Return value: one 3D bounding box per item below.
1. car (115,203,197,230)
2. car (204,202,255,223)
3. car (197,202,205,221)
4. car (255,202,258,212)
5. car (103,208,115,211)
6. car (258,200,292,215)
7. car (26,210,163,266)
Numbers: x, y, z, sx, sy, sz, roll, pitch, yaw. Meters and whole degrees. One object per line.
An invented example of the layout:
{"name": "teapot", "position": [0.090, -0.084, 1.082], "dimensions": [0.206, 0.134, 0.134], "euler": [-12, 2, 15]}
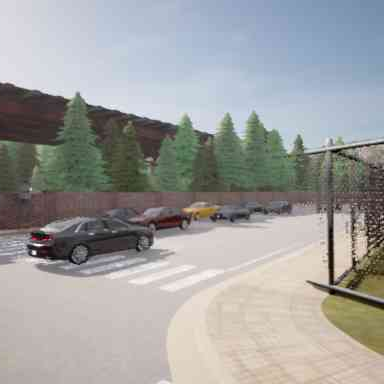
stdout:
{"name": "car", "position": [-2.058, 1.657, 20.543], "dimensions": [1.882, 1.535, 5.008], "euler": [-1, -1, 36]}
{"name": "car", "position": [3.235, 1.742, 27.808], "dimensions": [1.994, 1.385, 4.181], "euler": [-1, -1, 36]}
{"name": "car", "position": [0.707, 1.702, 30.284], "dimensions": [1.882, 1.535, 5.008], "euler": [-1, -1, 36]}
{"name": "car", "position": [6.553, 1.787, 38.283], "dimensions": [1.994, 1.385, 4.181], "euler": [-1, -1, 37]}
{"name": "car", "position": [-5.055, 1.773, 22.371], "dimensions": [2.033, 1.411, 5.357], "euler": [-1, -1, 36]}
{"name": "car", "position": [9.343, 1.682, 36.185], "dimensions": [1.837, 1.490, 4.892], "euler": [-1, -1, 36]}
{"name": "car", "position": [-3.490, 1.636, 12.317], "dimensions": [1.837, 1.490, 4.892], "euler": [-1, -1, 36]}
